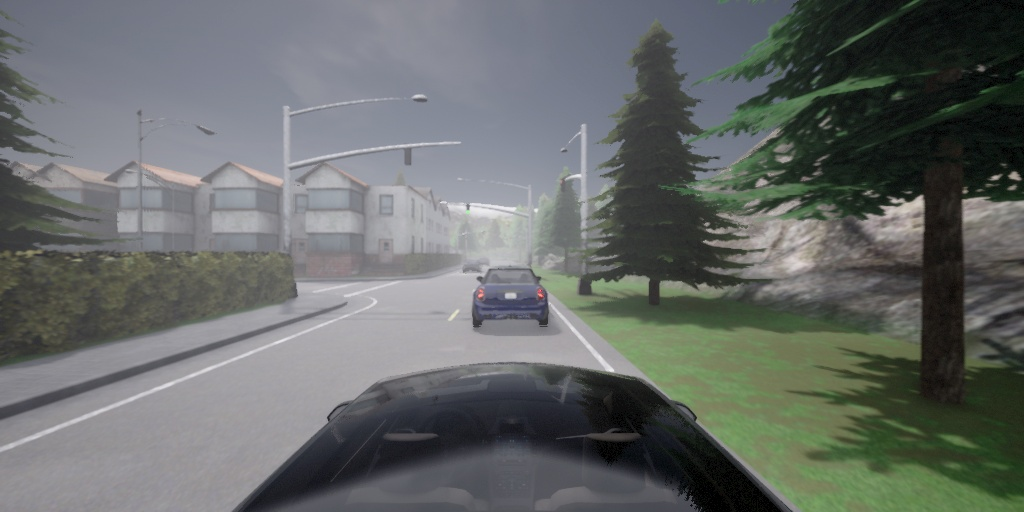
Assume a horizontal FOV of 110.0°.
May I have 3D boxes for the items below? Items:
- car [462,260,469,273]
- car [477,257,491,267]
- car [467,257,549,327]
[{"bbox_3d":[-4.235,1.103,38.928,2.033,1.411,5.357,0,0,-1],"label":"car"},{"bbox_3d":[-4.530,0.954,58.743,1.837,1.490,4.892,0,0,0],"label":"car"},{"bbox_3d":[-0.085,1.049,11.500,2.097,1.767,4.553,0,0,-1],"label":"car"}]
